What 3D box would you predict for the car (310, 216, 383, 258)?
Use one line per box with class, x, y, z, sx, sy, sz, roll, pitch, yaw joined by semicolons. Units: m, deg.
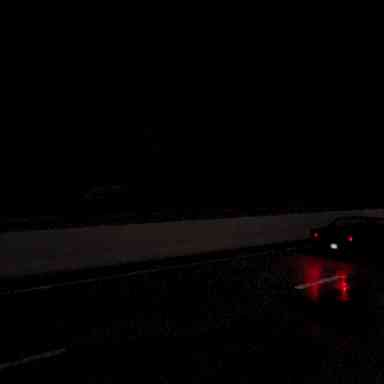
car;6.757;1.595;12.876;4.718;1.301;1.895;0;0;-35
